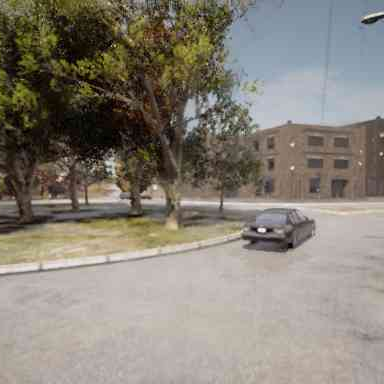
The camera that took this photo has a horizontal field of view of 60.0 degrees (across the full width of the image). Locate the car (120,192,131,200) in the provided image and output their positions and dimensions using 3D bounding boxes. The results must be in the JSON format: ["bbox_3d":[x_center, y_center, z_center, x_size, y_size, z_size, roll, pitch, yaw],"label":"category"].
[{"bbox_3d":[-11.432,0.680,58.523,2.033,1.411,5.357,0,0,-15],"label":"car"}]

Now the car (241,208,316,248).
[{"bbox_3d":[3.916,1.419,14.433,2.033,1.411,5.357,1,1,32],"label":"car"}]

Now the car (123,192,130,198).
[{"bbox_3d":[-16.496,0.847,83.884,1.812,1.442,4.674,0,-1,-9],"label":"car"}]

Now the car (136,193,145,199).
[{"bbox_3d":[-10.884,0.811,70.236,1.895,1.301,4.718,0,-1,-10],"label":"car"}]

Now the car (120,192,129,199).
[{"bbox_3d":[-14.136,0.726,69.932,1.837,1.490,4.892,0,-1,-10],"label":"car"}]

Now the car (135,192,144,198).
[{"bbox_3d":[-13.290,0.843,84.417,2.128,1.511,4.902,0,-1,-9],"label":"car"}]

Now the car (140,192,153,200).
[{"bbox_3d":[-8.219,0.721,59.098,1.895,1.301,4.718,0,0,-15],"label":"car"}]
